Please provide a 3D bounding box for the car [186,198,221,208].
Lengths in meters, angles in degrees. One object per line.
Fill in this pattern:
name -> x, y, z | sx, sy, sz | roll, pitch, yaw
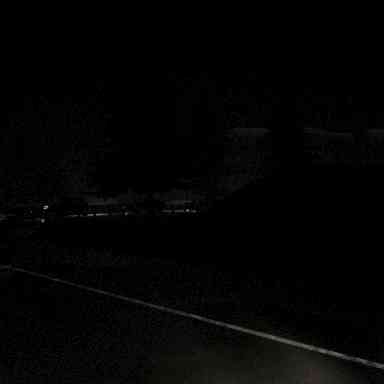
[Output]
car -> 1.630, 1.514, 45.774 | 4.718, 1.301, 1.895 | 0, 0, -35

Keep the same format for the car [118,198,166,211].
car -> -5.935, 1.448, 39.885 | 5.357, 1.411, 2.033 | 0, 0, -42

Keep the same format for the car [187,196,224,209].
car -> 1.742, 1.276, 41.526 | 4.553, 1.767, 2.097 | 0, 0, -35

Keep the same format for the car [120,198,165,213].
car -> -5.184, 1.406, 35.789 | 4.902, 1.511, 2.128 | 0, 0, -42

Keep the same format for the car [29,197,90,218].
car -> -11.389, 1.260, 29.373 | 2.097, 1.767, 4.553 | 0, 0, 41
